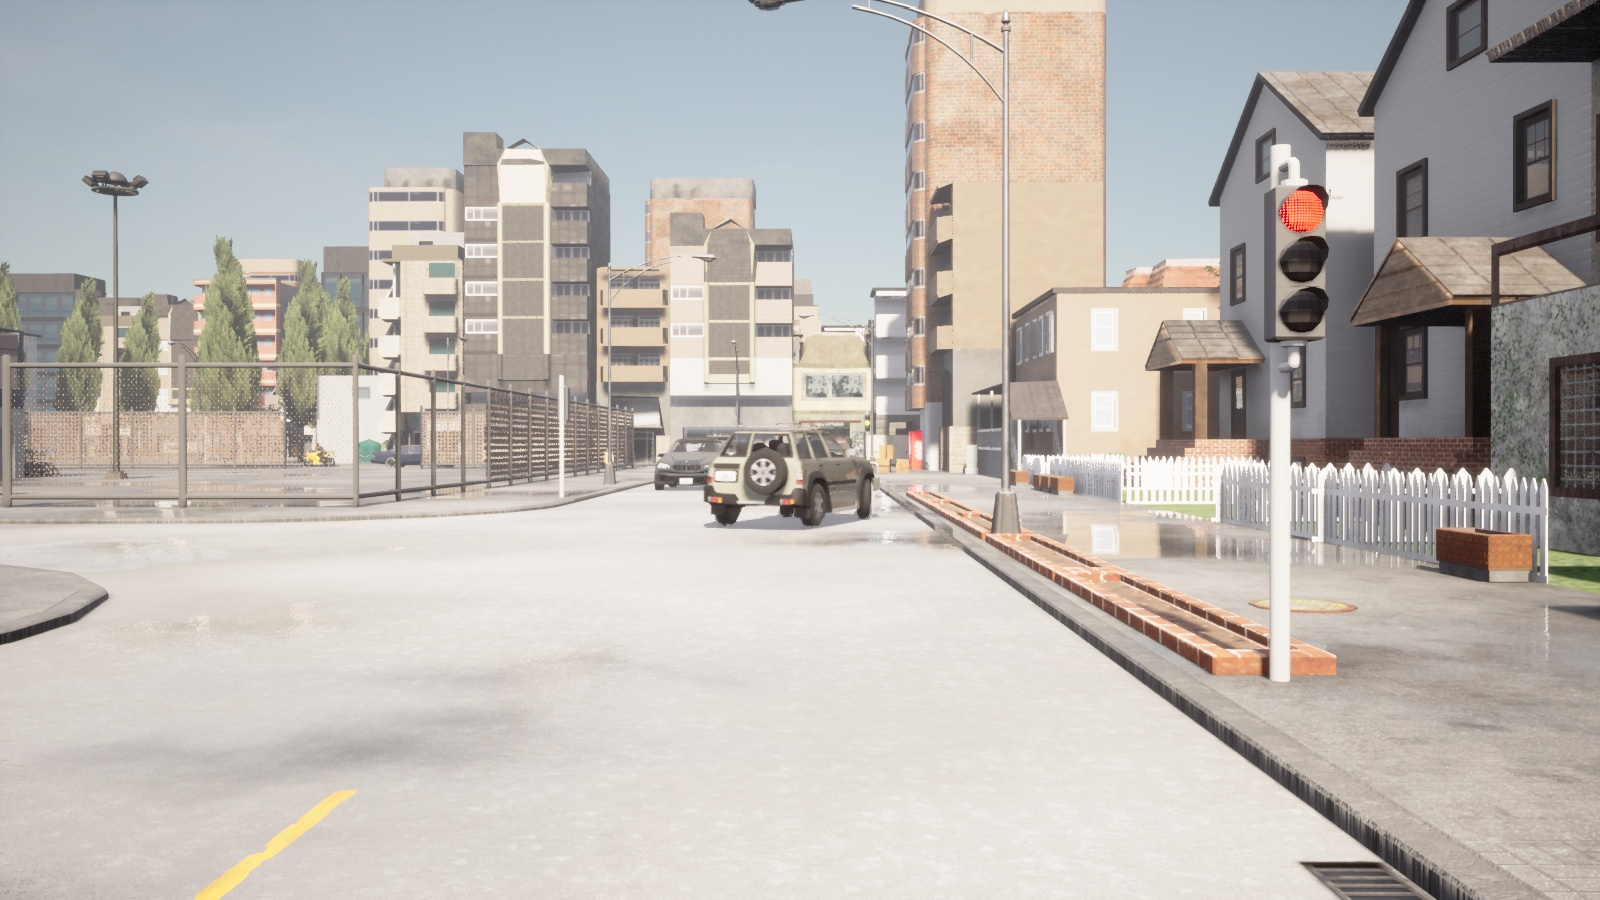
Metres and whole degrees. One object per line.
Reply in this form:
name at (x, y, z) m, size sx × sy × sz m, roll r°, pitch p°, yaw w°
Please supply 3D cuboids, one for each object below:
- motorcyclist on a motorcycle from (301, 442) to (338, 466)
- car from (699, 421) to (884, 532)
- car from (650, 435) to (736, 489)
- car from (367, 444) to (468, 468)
motorcyclist on a motorcycle at (-30.227, 0.258, 78.965) m, size 2.044 × 1.523 × 0.797 m, roll 0°, pitch 0°, yaw 1°
car at (-0.027, 0.430, 23.575) m, size 1.932 × 1.855 × 4.605 m, roll 1°, pitch 1°, yaw 21°
car at (-3.419, 0.357, 41.005) m, size 2.242 × 1.667 × 4.611 m, roll 0°, pitch 0°, yaw 2°
car at (-22.766, 0.353, 74.878) m, size 5.357 × 1.411 × 2.033 m, roll 0°, pitch 0°, yaw 1°
